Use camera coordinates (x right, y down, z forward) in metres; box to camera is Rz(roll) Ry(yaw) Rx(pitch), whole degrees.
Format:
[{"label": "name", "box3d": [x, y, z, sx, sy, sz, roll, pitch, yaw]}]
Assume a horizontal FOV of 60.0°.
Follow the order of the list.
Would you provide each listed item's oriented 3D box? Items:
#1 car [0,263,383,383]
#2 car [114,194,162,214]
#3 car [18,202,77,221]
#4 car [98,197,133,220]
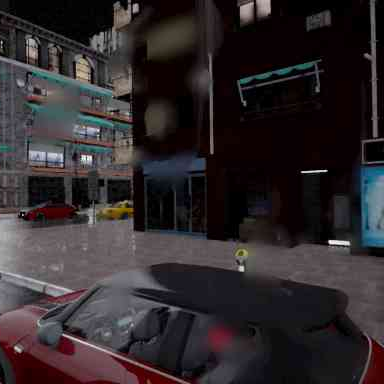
[{"label": "car", "box3d": [-0.356, 1.441, 3.206, 4.097, 1.590, 1.967, 0, -1, 36]}, {"label": "car", "box3d": [-5.340, 1.154, 33.360, 2.097, 1.767, 4.553, -1, 0, 37]}, {"label": "car", "box3d": [-11.041, 1.452, 25.620, 1.994, 1.385, 4.181, -1, 0, 36]}, {"label": "car", "box3d": [-4.619, 1.283, 24.563, 1.752, 1.417, 4.829, -1, 0, 36]}]
